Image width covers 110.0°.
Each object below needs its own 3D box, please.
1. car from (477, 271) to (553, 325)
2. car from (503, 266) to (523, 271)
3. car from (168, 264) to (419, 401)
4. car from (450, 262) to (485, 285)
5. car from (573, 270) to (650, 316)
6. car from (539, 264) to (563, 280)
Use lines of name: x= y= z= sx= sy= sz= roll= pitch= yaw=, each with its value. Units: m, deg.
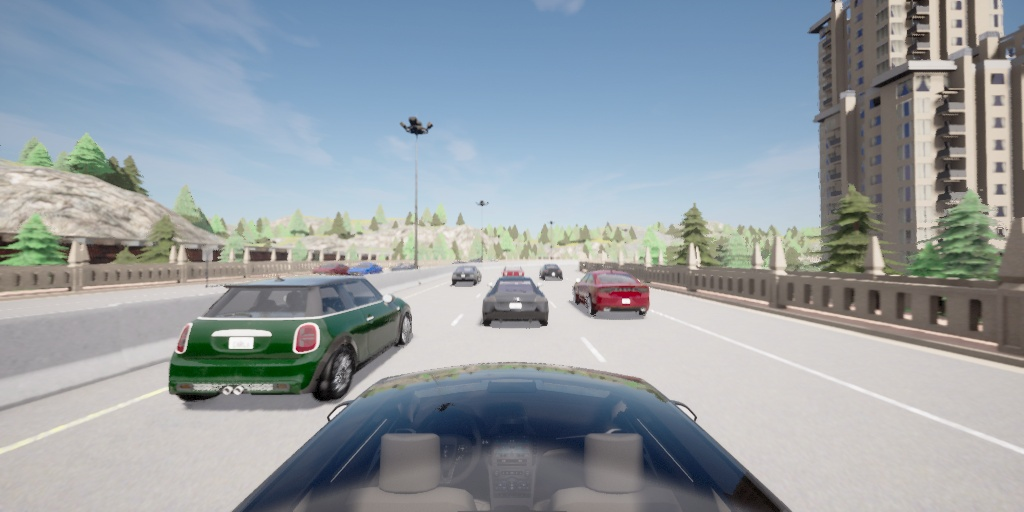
car: x=0.099 y=1.362 z=12.002 sx=1.994 sy=1.385 sz=4.181 roll=0 pitch=0 yaw=0
car: x=0.098 y=1.494 z=31.791 sx=1.895 sy=1.301 sz=4.718 roll=0 pitch=0 yaw=0
car: x=-3.401 y=1.124 z=6.629 sx=2.097 sy=1.767 sz=4.553 roll=0 pitch=0 yaw=0
car: x=-3.402 y=1.420 z=27.449 sx=2.033 sy=1.411 sz=5.357 roll=0 pitch=0 yaw=0
car: x=3.599 y=1.285 z=13.776 sx=1.882 sy=1.535 sz=5.008 roll=0 pitch=0 yaw=0
car: x=3.598 y=1.427 z=33.479 sx=1.812 sy=1.442 sz=4.674 roll=0 pitch=0 yaw=0
